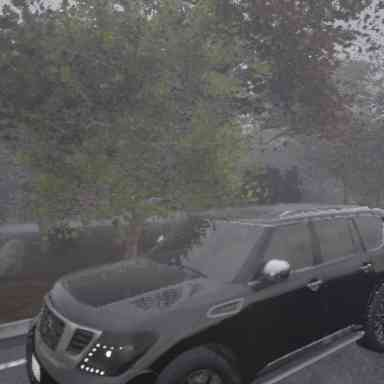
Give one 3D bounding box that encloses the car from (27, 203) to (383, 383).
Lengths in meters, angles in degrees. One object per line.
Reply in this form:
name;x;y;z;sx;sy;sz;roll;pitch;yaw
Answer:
car;0.849;1.220;4.597;5.566;2.045;2.150;0;0;-35
